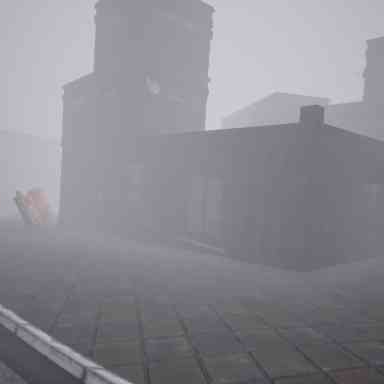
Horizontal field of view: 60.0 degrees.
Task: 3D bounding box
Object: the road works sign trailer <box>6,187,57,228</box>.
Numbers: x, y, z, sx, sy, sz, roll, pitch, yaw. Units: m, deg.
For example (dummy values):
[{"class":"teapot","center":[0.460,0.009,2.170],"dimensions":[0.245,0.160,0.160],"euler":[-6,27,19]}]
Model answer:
[{"class":"road works sign trailer","center":[-10.507,1.190,21.012],"dimensions":[2.880,2.380,3.560],"euler":[-26,7,-18]}]
